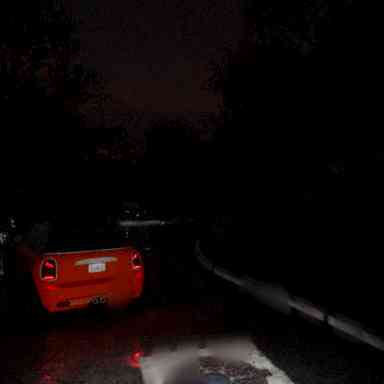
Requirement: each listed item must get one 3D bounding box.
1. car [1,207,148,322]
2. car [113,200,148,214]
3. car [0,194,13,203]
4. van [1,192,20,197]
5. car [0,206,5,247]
[{"bbox_3d":[-2.876,1.352,7.621,2.097,1.767,4.553,1,-1,-34],"label":"car"},{"bbox_3d":[-4.908,1.399,26.042,1.812,1.442,4.674,1,0,-26],"label":"car"},{"bbox_3d":[-33.203,1.053,56.369,4.792,1.488,2.163,1,1,-38],"label":"car"},{"bbox_3d":[-28.197,1.051,49.710,4.442,1.987,1.878,1,1,-38],"label":"van"},{"bbox_3d":[-9.601,1.308,13.395,4.553,1.767,2.097,2,-1,-33],"label":"car"}]
